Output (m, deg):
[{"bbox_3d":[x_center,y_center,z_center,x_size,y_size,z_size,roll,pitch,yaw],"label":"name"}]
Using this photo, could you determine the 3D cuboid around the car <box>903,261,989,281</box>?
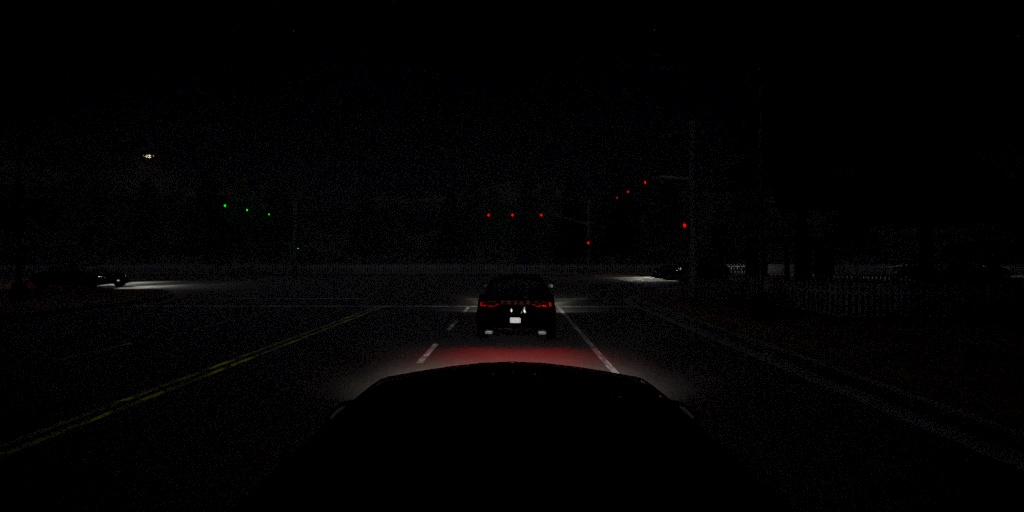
[{"bbox_3d":[34.787,1.220,28.484,4.674,1.442,1.812,0,0,6],"label":"car"}]

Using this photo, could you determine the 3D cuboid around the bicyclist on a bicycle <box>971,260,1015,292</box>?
[{"bbox_3d":[22.821,0.995,17.030,0.582,1.620,1.656,0,0,0],"label":"bicyclist on a bicycle"}]

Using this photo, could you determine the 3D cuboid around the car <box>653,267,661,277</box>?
[{"bbox_3d":[15.089,1.258,32.539,4.181,1.385,1.994,0,0,1],"label":"car"}]

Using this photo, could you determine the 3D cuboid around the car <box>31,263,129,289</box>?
[{"bbox_3d":[-26.580,1.220,22.081,4.674,1.442,1.812,0,0,0],"label":"car"}]

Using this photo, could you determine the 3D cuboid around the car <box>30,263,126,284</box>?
[{"bbox_3d":[-30.823,1.220,25.566,4.674,1.442,1.812,0,0,0],"label":"car"}]

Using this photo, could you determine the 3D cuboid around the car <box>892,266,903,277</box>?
[{"bbox_3d":[36.839,1.186,31.729,4.902,1.511,2.128,0,0,9],"label":"car"}]

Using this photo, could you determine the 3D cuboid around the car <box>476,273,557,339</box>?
[{"bbox_3d":[0.173,1.228,10.168,1.882,1.535,5.008,0,0,2],"label":"car"}]

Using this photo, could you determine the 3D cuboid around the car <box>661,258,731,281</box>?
[{"bbox_3d":[14.963,1.046,28.987,4.553,1.767,2.097,0,0,-1],"label":"car"}]
